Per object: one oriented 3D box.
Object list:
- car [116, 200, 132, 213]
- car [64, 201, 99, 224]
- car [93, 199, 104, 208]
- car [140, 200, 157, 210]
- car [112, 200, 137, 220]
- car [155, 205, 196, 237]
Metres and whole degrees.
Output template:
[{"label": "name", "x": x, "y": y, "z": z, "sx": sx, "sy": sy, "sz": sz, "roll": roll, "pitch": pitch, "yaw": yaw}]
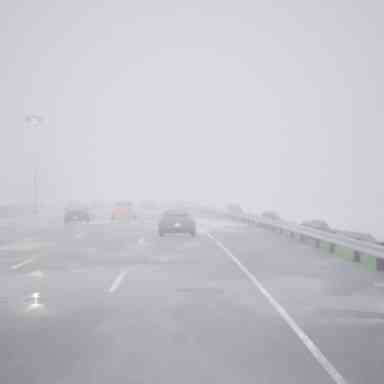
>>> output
[{"label": "car", "x": -8.803, "y": 1.774, "z": 42.856, "sx": 1.812, "sy": 1.442, "sz": 4.674, "roll": -1, "pitch": 0, "yaw": -14}, {"label": "car", "x": -8.913, "y": 1.717, "z": 26.572, "sx": 1.812, "sy": 1.442, "sz": 4.674, "roll": 0, "pitch": 0, "yaw": -9}, {"label": "car", "x": -15.388, "y": 1.908, "z": 54.130, "sx": 2.033, "sy": 1.411, "sz": 5.357, "roll": 0, "pitch": 0, "yaw": -20}, {"label": "car", "x": -6.248, "y": 1.838, "z": 47.195, "sx": 1.895, "sy": 1.301, "sz": 4.718, "roll": -1, "pitch": 0, "yaw": -15}, {"label": "car", "x": -6.088, "y": 1.529, "z": 30.197, "sx": 2.097, "sy": 1.767, "sz": 4.553, "roll": -1, "pitch": 0, "yaw": -9}, {"label": "car", "x": -0.930, "y": 1.642, "z": 18.809, "sx": 1.994, "sy": 1.385, "sz": 4.181, "roll": -1, "pitch": 0, "yaw": -6}]
